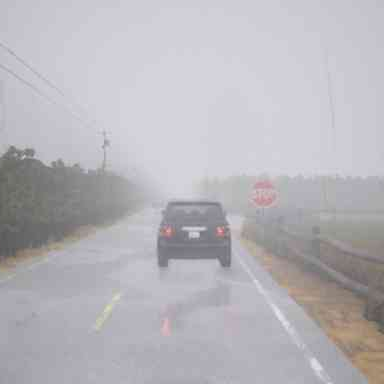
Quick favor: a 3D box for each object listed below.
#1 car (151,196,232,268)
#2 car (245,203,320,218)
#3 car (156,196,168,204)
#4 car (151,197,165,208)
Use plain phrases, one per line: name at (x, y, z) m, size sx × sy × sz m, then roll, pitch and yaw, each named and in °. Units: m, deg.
car at (0.072, 1.220, 11.404) m, size 2.150 × 2.045 × 5.566 m, roll 0°, pitch 0°, yaw 0°
car at (6.643, 1.549, 24.440) m, size 5.357 × 1.411 × 2.033 m, roll 0°, pitch 0°, yaw -12°
car at (-5.773, 1.481, 64.482) m, size 1.882 × 1.535 × 5.008 m, roll 0°, pitch 0°, yaw 0°
car at (-4.979, 1.480, 48.862) m, size 1.882 × 1.535 × 5.008 m, roll 0°, pitch 0°, yaw -5°
